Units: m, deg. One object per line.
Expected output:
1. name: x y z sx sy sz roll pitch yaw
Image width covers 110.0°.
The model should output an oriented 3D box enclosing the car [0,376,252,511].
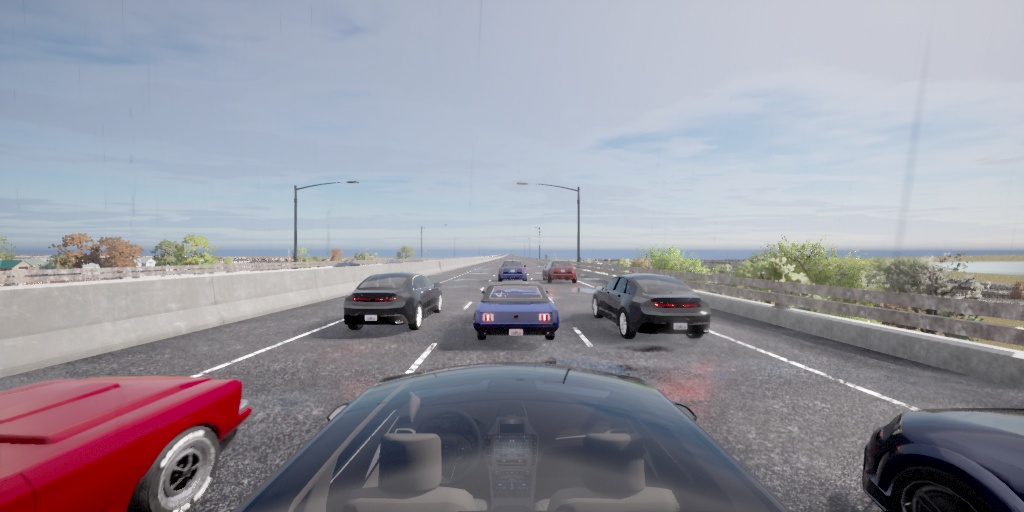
1. car: -3.400 1.351 1.244 1.895 1.301 4.718 0 0 0

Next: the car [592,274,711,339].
1. car: 3.588 1.252 10.067 1.837 1.490 4.892 0 0 0

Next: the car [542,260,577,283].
1. car: 3.569 1.092 27.544 2.097 1.767 4.553 0 0 -1

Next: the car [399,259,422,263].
1. car: -14.138 1.206 51.538 1.882 1.535 5.008 0 0 0

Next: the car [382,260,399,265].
1. car: -17.632 1.275 52.958 2.033 1.411 5.357 0 0 0

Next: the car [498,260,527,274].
1. car: 0.062 1.092 27.539 2.097 1.767 4.553 0 0 0

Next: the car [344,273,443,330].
1. car: -3.413 1.251 11.087 1.837 1.490 4.892 0 0 0

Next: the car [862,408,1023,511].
1. car: 3.595 1.314 0.904 1.994 1.385 4.181 0 0 1

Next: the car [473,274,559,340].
1. car: 0.089 1.348 9.911 1.895 1.301 4.718 0 0 0

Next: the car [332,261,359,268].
1. car: -21.149 1.295 45.743 1.994 1.385 4.181 0 0 0
